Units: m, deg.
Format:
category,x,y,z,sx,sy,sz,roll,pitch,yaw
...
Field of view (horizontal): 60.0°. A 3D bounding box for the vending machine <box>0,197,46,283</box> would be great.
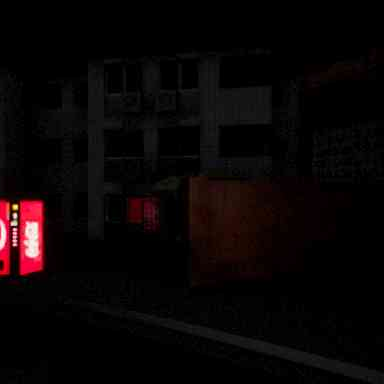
category,x,y,z,sx,sy,sz,roll,pitch,yaw
vending machine,-4.672,1.195,8.870,0.880,2.100,1.100,0,0,22
